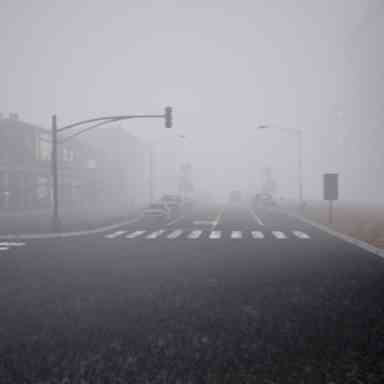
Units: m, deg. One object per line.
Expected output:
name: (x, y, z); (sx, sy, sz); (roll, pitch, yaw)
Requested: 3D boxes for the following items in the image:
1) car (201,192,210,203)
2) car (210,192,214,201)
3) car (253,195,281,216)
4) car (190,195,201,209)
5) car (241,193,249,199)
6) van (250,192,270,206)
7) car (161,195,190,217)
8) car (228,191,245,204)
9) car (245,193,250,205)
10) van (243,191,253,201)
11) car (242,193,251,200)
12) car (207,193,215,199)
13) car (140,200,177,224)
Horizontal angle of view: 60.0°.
car: (1.562, 1.172, 56.774); (1.752, 1.417, 4.829); (0, 0, 7)
car: (2.938, 1.115, 67.961); (2.008, 1.369, 4.403); (0, 0, 7)
car: (6.535, 1.272, 28.543); (1.752, 1.417, 4.829); (0, 0, 7)
car: (-0.448, 1.319, 40.415); (2.008, 1.369, 4.403); (0, 0, 7)
car: (13.287, 0.906, 83.469); (1.947, 1.339, 4.313); (0, 0, 7)
van: (7.190, 1.048, 33.883); (1.690, 1.788, 3.998); (0, 0, 7)
car: (-1.805, 1.165, 29.394); (2.192, 1.841, 5.009); (0, 0, 7)
car: (6.958, 0.819, 53.242); (2.150, 2.045, 5.566); (-1, 0, 7)
car: (8.546, 1.175, 44.903); (2.008, 1.369, 4.403); (0, 0, 7)
van: (11.254, 0.802, 66.939); (1.690, 1.788, 3.998); (0, 0, 7)
car: (11.953, 0.945, 72.619); (1.752, 1.417, 4.829); (0, 0, 7)
car: (4.948, 0.969, 84.321); (1.752, 1.417, 4.829); (0, 0, 7)
car: (-2.480, 1.473, 23.886); (1.802, 1.307, 4.206); (0, 0, 7)
